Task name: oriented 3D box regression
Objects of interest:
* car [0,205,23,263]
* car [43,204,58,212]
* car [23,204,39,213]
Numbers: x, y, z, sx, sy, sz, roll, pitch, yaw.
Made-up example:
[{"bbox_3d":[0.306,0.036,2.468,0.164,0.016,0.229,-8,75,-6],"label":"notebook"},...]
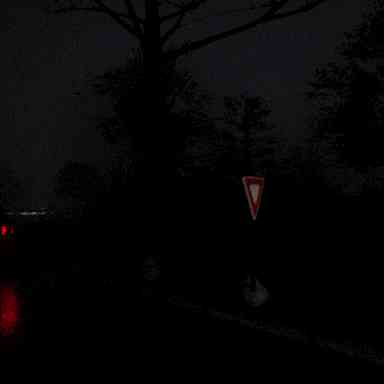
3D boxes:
[{"bbox_3d":[-8.168,1.403,11.834,2.150,2.045,5.566,0,-1,-44],"label":"car"},{"bbox_3d":[-25.509,2.863,60.068,1.837,1.490,4.892,0,-1,-11],"label":"car"},{"bbox_3d":[-28.637,2.913,59.243,1.812,1.442,4.674,0,-1,-11],"label":"car"}]
